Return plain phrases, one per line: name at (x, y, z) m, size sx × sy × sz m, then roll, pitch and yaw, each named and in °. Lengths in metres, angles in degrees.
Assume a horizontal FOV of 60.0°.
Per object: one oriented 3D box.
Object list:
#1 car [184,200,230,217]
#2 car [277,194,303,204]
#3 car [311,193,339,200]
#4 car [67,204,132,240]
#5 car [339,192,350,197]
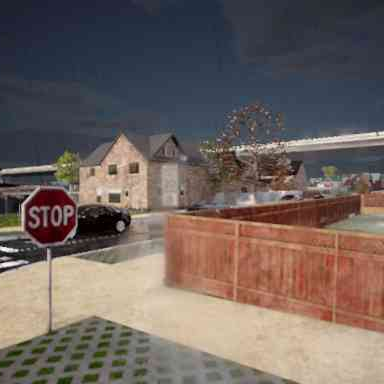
car at (1.208, 1.282, 25.048) m, size 1.994 × 1.385 × 4.181 m, roll -1°, pitch 0°, yaw 37°
car at (11.469, 0.967, 38.697) m, size 1.812 × 1.442 × 4.674 m, roll -1°, pitch 0°, yaw 37°
car at (15.581, 0.893, 39.412) m, size 1.812 × 1.442 × 4.674 m, roll -1°, pitch 1°, yaw 37°
car at (-5.229, 1.391, 16.522) m, size 1.837 × 1.490 × 4.892 m, roll -1°, pitch 1°, yaw 38°
car at (21.676, 0.744, 47.627) m, size 2.033 × 1.411 × 5.357 m, roll -1°, pitch 1°, yaw 37°
